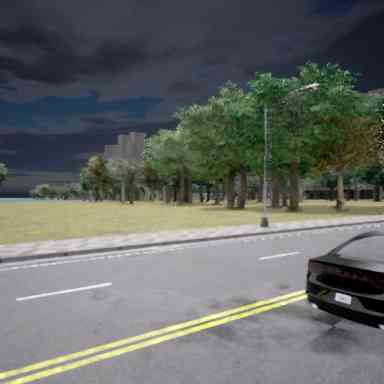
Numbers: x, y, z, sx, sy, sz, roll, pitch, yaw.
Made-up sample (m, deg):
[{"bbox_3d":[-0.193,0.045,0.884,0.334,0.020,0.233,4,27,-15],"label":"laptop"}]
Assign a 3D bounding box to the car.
[{"bbox_3d":[4.325,1.480,6.522,5.008,1.535,1.882,0,0,-35],"label":"car"}]
